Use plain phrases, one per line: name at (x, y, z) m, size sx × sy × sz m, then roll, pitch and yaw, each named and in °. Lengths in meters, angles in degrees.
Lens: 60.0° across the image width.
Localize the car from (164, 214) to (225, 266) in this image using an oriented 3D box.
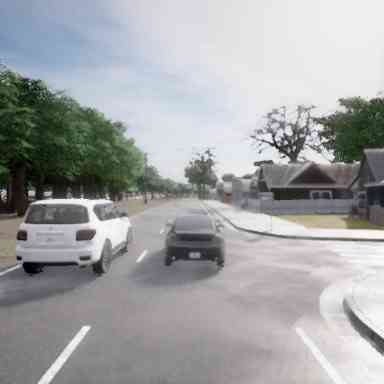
car at (0.093, 1.540, 11.702) m, size 1.837 × 1.490 × 4.892 m, roll 1°, pitch 0°, yaw 0°

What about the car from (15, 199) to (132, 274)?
car at (-3.418, 1.229, 10.687) m, size 2.150 × 2.045 × 5.566 m, roll 0°, pitch 0°, yaw 0°
